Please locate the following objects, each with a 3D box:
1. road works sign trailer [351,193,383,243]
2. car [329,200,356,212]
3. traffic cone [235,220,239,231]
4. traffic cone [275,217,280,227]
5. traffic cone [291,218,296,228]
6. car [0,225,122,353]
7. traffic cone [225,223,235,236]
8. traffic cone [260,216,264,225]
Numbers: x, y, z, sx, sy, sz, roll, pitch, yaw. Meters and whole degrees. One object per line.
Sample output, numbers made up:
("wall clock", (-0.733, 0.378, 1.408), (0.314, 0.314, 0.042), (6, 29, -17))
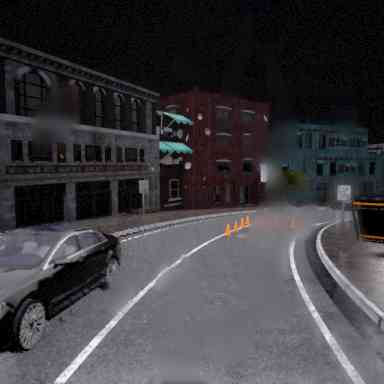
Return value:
("road works sign trailer", (7.117, 1.155, 10.558), (3.560, 2.380, 2.880), (2, 45, 37))
("car", (19.846, 1.733, 42.389), (5.357, 1.411, 2.033), (1, 3, -34))
("traffic cone", (2.495, 1.903, 18.887), (0.340, 0.580, 0.340), (2, 1, 19))
("traffic cone", (5.675, 1.971, 22.019), (0.340, 0.580, 0.340), (2, 1, 18))
("traffic cone", (6.621, 2.010, 21.698), (0.340, 0.580, 0.340), (2, 1, 19))
("car", (-2.888, 1.448, 6.257), (2.128, 1.511, 4.902), (0, 0, 9))
("traffic cone", (1.845, 1.904, 16.996), (0.340, 0.580, 0.340), (2, 0, 19))
("traffic cone", (4.735, 1.933, 22.340), (0.340, 0.580, 0.340), (2, 1, 19))
